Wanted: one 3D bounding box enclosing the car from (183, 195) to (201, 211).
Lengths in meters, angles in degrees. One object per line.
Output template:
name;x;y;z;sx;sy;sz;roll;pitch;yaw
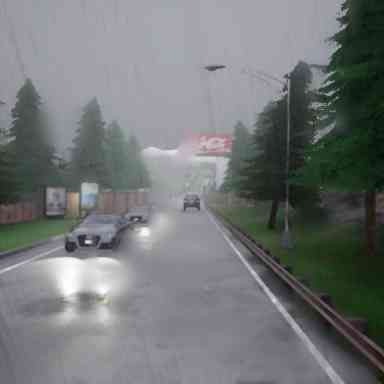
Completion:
car;-0.033;1.371;42.979;2.150;2.045;5.566;1;0;0

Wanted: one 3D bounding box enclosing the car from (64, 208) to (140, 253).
car;-3.595;1.557;13.585;1.994;1.385;4.181;1;0;0

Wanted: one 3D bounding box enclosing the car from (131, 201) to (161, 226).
car;-3.604;1.594;23.524;1.994;1.385;4.181;1;0;0

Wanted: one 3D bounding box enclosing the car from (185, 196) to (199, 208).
car;-0.047;1.542;53.567;2.097;1.767;4.553;1;0;0

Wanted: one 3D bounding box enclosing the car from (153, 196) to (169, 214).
car;-3.600;1.572;36.682;2.128;1.511;4.902;1;0;0
